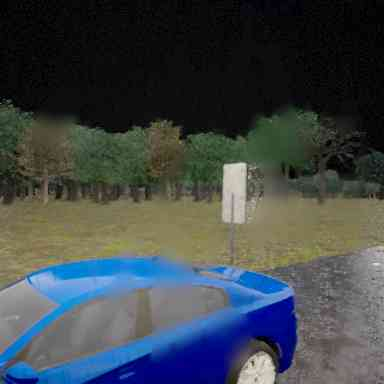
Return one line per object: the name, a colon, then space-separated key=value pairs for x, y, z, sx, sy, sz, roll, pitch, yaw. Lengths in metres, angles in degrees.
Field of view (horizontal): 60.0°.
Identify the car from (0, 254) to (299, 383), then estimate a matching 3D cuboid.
car: x=-1.064 y=1.472 z=3.230 sx=5.008 sy=1.535 sz=1.882 roll=0 pitch=0 yaw=-36
